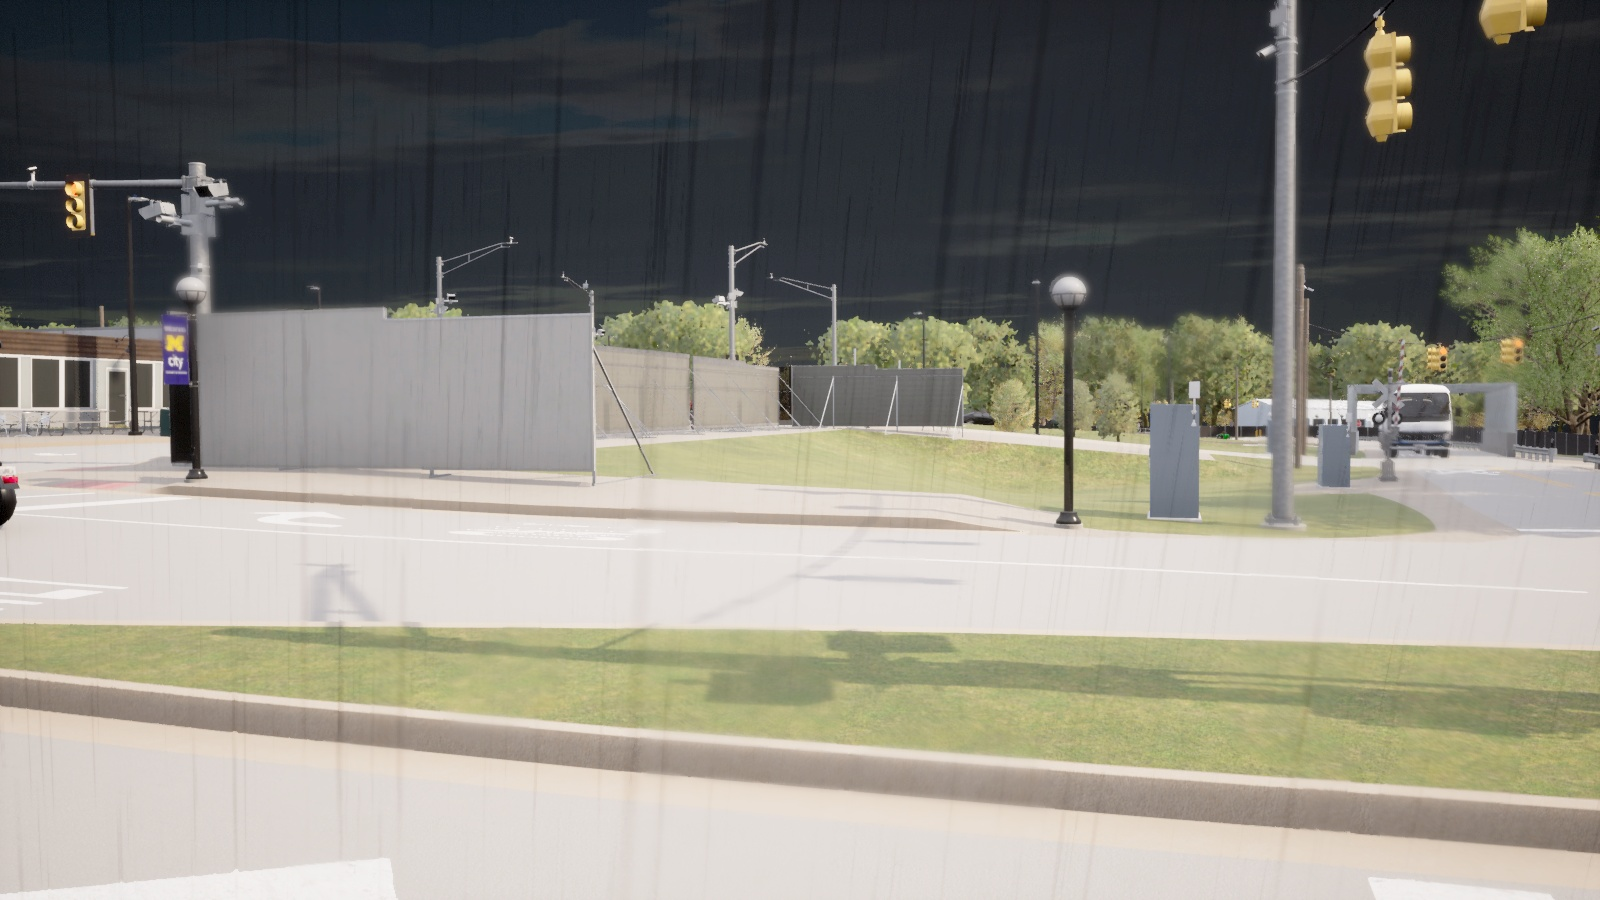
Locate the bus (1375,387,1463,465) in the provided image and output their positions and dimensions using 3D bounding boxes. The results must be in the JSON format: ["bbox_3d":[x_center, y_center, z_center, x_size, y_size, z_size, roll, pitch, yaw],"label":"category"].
[{"bbox_3d":[36.215,-1.412,73.813,3.944,4.253,10.273,1,1,23],"label":"bus"}]

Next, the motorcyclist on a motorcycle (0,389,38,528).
[{"bbox_3d":[-10.607,0.053,15.367,2.350,1.649,0.766,2,2,15],"label":"motorcyclist on a motorcycle"}]
